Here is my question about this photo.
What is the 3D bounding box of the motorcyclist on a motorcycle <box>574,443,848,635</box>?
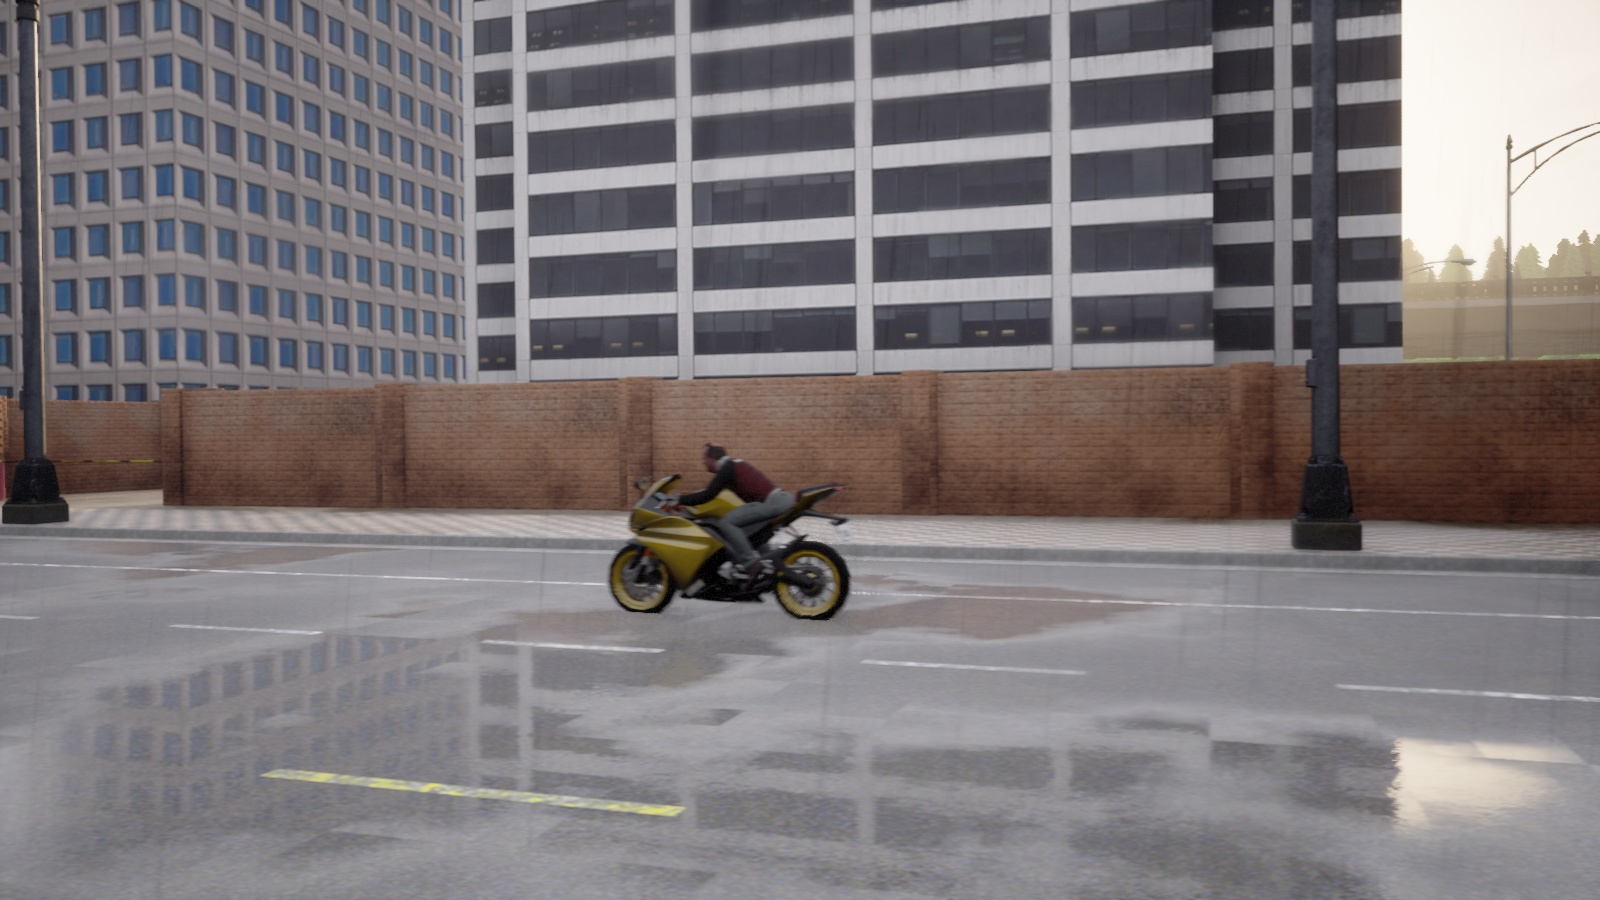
[{"bbox_3d":[-0.759,0.710,10.834,2.191,1.530,0.866,0,1,19],"label":"motorcyclist on a motorcycle"}]
